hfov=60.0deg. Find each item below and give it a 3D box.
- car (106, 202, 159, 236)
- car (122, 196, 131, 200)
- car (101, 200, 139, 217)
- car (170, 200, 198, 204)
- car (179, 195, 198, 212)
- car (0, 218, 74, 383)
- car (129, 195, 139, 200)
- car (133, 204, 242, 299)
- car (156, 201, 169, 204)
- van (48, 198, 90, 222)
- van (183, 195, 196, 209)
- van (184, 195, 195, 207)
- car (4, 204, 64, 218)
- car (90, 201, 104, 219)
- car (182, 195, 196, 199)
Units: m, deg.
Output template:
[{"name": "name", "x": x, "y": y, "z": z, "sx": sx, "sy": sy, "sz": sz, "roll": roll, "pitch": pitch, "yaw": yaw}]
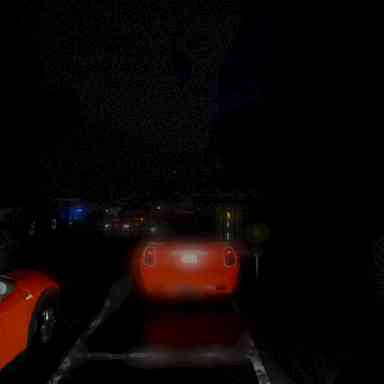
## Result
[{"name": "car", "x": -3.144, "y": 1.527, "z": 18.446, "sx": 1.812, "sy": 1.442, "sz": 4.674, "roll": 0, "pitch": 0, "yaw": 0}, {"name": "car", "x": -8.909, "y": 1.534, "z": 39.716, "sx": 1.752, "sy": 1.417, "sz": 4.829, "roll": 0, "pitch": 0, "yaw": 0}, {"name": "car", "x": -6.243, "y": 1.605, "z": 29.402, "sx": 1.895, "sy": 1.301, "sz": 4.718, "roll": 0, "pitch": 0, "yaw": 0}, {"name": "car", "x": -0.384, "y": 1.528, "z": 23.743, "sx": 1.752, "sy": 1.417, "sz": 4.829, "roll": 0, "pitch": 0, "yaw": 0}, {"name": "car", "x": -0.384, "y": 1.324, "z": 39.886, "sx": 2.192, "sy": 1.841, "sz": 5.009, "roll": 0, "pitch": 0, "yaw": 0}, {"name": "car", "x": -3.053, "y": 1.351, "z": 3.249, "sx": 2.097, "sy": 1.767, "sz": 4.553, "roll": 0, "pitch": 0, "yaw": 0}, {"name": "car", "x": -8.910, "y": 1.452, "z": 45.324, "sx": 1.967, "sy": 1.590, "sz": 4.097, "roll": 0, "pitch": 0, "yaw": 0}, {"name": "car", "x": -0.032, "y": 1.353, "z": 8.620, "sx": 2.097, "sy": 1.767, "sz": 4.553, "roll": 0, "pitch": 0, "yaw": 0}, {"name": "car", "x": -3.051, "y": 1.570, "z": 33.685, "sx": 1.994, "sy": 1.385, "sz": 4.181, "roll": 0, "pitch": 0, "yaw": 0}, {"name": "van", "x": -8.909, "y": 1.344, "z": 23.573, "sx": 1.690, "sy": 1.788, "sz": 3.998, "roll": 0, "pitch": 0, "yaw": 0}, {"name": "van", "x": -0.384, "y": 1.353, "z": 45.324, "sx": 1.690, "sy": 1.788, "sz": 3.998, "roll": 0, "pitch": 0, "yaw": 0}, {"name": "van", "x": -0.384, "y": 1.356, "z": 50.761, "sx": 1.690, "sy": 1.788, "sz": 3.998, "roll": 0, "pitch": 0, "yaw": 0}, {"name": "car", "x": -8.909, "y": 1.567, "z": 18.136, "sx": 1.947, "sy": 1.339, "sz": 4.313, "roll": 0, "pitch": 0, "yaw": 0}, {"name": "car", "x": -8.909, "y": 1.530, "z": 28.841, "sx": 1.752, "sy": 1.417, "sz": 4.829, "roll": 0, "pitch": 0, "yaw": 0}, {"name": "car", "x": -0.384, "y": 1.446, "z": 34.448, "sx": 1.967, "sy": 1.590, "sz": 4.097, "roll": 0, "pitch": 0, "yaw": 0}]
